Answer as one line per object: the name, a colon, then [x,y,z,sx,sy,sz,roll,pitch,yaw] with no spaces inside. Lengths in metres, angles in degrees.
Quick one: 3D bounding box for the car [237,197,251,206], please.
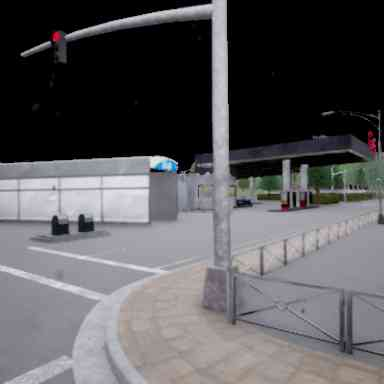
car: [9.189,1.781,61.679,2.242,1.667,4.611,-1,0,36]
